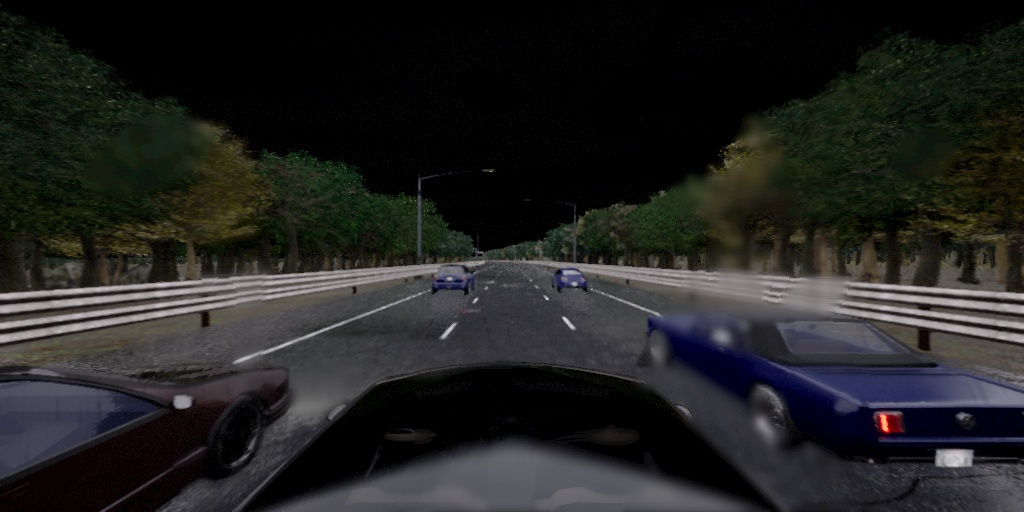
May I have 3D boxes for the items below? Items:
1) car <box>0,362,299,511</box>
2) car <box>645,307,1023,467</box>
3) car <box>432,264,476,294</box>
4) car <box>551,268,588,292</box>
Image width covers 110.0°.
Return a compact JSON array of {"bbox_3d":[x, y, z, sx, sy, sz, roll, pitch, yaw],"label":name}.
[{"bbox_3d":[-3.399,1.297,1.678,2.033,1.411,5.357,0,-1,0],"label":"car"},{"bbox_3d":[3.601,1.381,5.139,1.895,1.301,4.718,0,-1,0],"label":"car"},{"bbox_3d":[-3.396,1.281,21.702,2.097,1.767,4.553,0,-1,0],"label":"car"},{"bbox_3d":[3.605,1.466,22.944,1.812,1.442,4.674,0,-1,0],"label":"car"}]
